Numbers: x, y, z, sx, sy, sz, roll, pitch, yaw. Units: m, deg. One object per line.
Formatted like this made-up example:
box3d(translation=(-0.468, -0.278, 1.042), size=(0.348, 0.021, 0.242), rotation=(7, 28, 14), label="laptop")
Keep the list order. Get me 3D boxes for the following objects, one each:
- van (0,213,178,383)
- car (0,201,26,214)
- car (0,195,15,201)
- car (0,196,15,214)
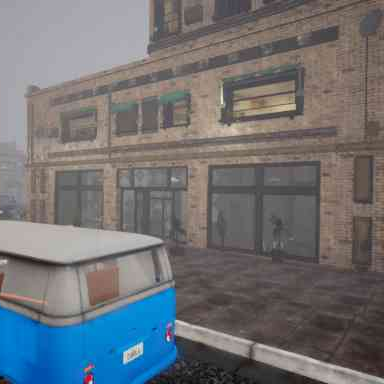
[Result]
box3d(translation=(-2.082, 1.340, 4.335), size=(3.998, 1.788, 1.690), rotation=(0, 1, 35), label="van")
box3d(translation=(-15.256, 1.793, 30.583), size=(1.947, 1.339, 4.313), rotation=(0, 0, 36), label="car")
box3d(translation=(-20.478, 1.349, 33.235), size=(2.150, 2.045, 5.566), rotation=(1, 0, 36), label="car")
box3d(translation=(-22.017, 1.411, 35.530), size=(2.192, 1.841, 5.009), rotation=(0, 0, 36), label="car")
